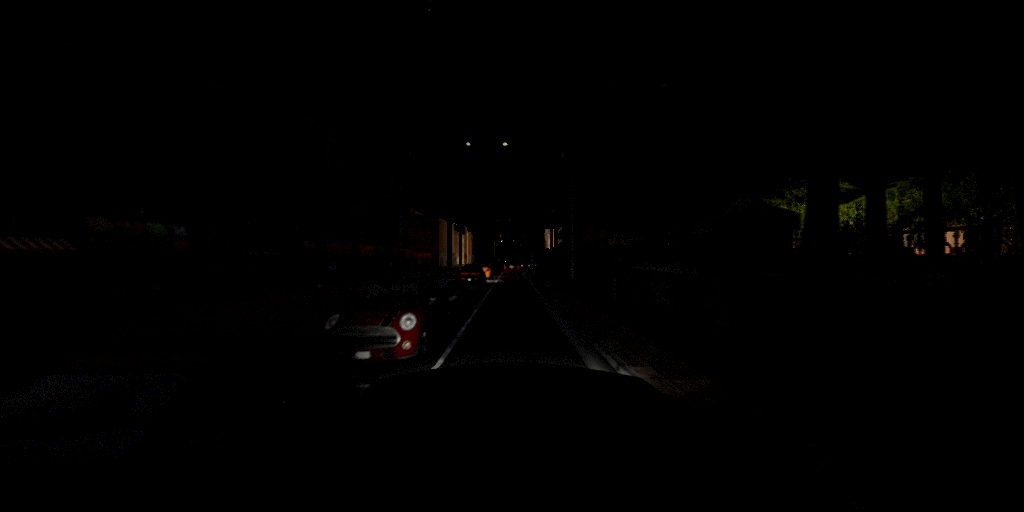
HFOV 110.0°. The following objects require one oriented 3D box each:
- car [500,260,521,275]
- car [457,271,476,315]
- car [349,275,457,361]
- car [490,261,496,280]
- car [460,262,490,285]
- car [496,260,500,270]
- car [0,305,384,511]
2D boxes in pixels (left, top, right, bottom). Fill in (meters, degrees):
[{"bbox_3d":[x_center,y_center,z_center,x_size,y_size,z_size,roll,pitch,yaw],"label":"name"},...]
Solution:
[{"bbox_3d":[0.001,1.468,45.226,2.097,1.767,4.553,0,0,1],"label":"car"},{"bbox_3d":[-2.643,1.429,14.008,1.802,1.307,4.207,0,0,0],"label":"car"},{"bbox_3d":[-2.640,1.242,8.333,1.967,1.591,4.097,0,0,0],"label":"car"},{"bbox_3d":[-3.002,1.367,35.033,2.097,1.767,4.553,0,0,0],"label":"car"},{"bbox_3d":[-3.031,1.463,28.062,1.837,1.490,4.892,0,0,0],"label":"car"},{"bbox_3d":[-2.035,1.753,61.517,1.837,1.490,4.892,4,-5,-36],"label":"car"},{"bbox_3d":[-2.638,1.340,2.658,1.802,1.307,4.207,0,0,0],"label":"car"}]
